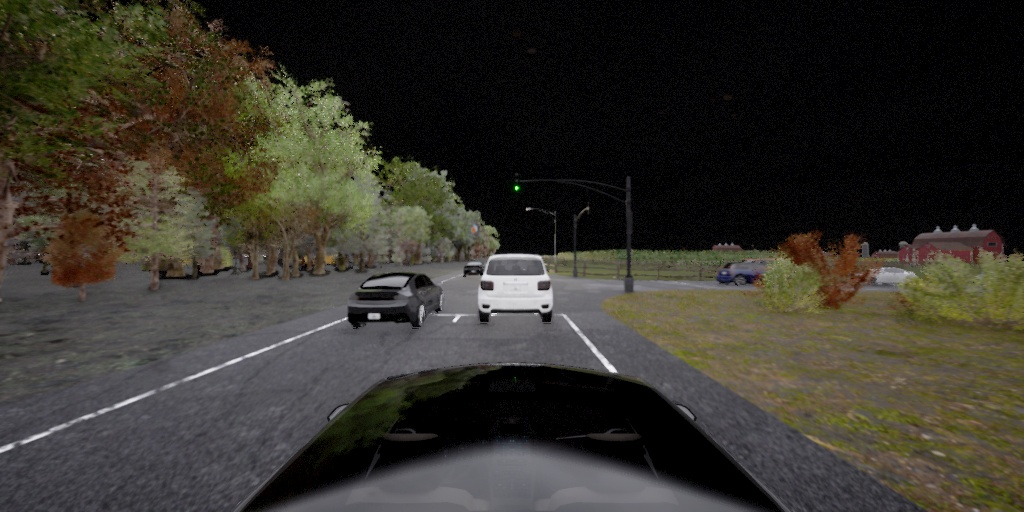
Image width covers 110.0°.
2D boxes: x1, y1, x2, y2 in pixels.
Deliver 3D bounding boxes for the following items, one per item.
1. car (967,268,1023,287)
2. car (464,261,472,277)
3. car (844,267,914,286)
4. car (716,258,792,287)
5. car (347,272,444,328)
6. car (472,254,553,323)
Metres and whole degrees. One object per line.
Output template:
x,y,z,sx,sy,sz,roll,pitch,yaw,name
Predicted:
39.564,1.682,28.707,4.902,1.511,2.128,1,-1,0,car
-3.407,1.181,34.039,1.882,1.535,5.008,0,0,0,car
29.517,1.607,28.766,4.674,1.442,1.812,1,-1,0,car
16.966,1.240,25.110,4.553,1.767,2.097,1,-1,0,car
-3.402,1.242,11.270,1.837,1.490,4.892,0,0,0,car
0.098,0.957,12.217,2.150,2.045,5.566,0,0,0,car
